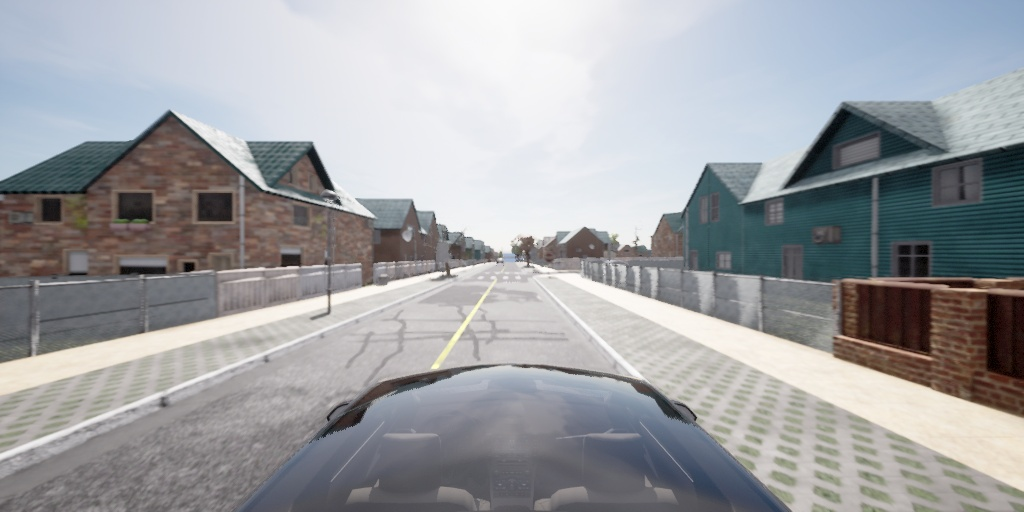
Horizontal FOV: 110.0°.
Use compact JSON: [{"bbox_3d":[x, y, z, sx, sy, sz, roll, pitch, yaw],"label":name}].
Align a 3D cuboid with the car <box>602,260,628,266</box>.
[{"bbox_3d":[11.363,1.176,38.752,4.674,1.442,1.812,-1,0,0],"label":"car"}]
